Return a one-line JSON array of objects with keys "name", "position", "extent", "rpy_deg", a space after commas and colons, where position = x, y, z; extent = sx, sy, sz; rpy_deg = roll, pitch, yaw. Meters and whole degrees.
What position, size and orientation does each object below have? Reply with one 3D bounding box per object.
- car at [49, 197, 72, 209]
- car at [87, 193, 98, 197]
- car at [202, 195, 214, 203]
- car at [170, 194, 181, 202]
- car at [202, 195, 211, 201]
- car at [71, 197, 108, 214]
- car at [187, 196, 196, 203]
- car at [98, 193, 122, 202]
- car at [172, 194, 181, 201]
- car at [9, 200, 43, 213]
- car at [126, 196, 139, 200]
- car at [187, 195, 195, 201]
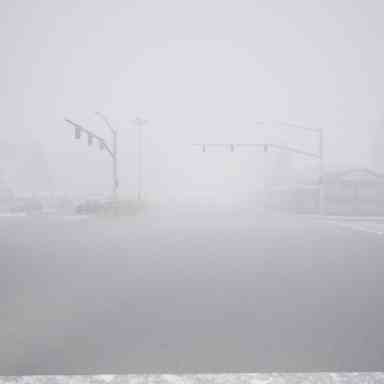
[{"name": "car", "position": [-17.711, 1.425, 45.081], "extent": [2.128, 1.511, 4.902], "rpy_deg": [0, 0, 0]}, {"name": "car", "position": [-17.707, 1.132, 60.571], "extent": [2.150, 2.045, 5.566], "rpy_deg": [0, 0, 0]}, {"name": "car", "position": [3.430, 1.440, 67.443], "extent": [2.033, 1.411, 5.357], "rpy_deg": [0, 0, 0]}, {"name": "car", "position": [-3.587, 1.490, 70.047], "extent": [1.895, 1.301, 4.718], "rpy_deg": [0, 0, 0]}, {"name": "car", "position": [3.303, 1.428, 77.776], "extent": [1.994, 1.385, 4.181], "rpy_deg": [0, 0, 0]}, {"name": "car", "position": [-10.690, 1.549, 35.103], "extent": [1.895, 1.301, 4.718], "rpy_deg": [0, 0, 0]}, {"name": "car", "position": [-0.072, 1.440, 67.454], "extent": [2.033, 1.411, 5.357], "rpy_deg": [0, 0, 0]}, {"name": "car", "position": [-10.712, 1.284, 44.839], "extent": [2.097, 1.767, 4.553], "rpy_deg": [0, 0, 0]}, {"name": "car", "position": [-3.702, 1.351, 80.315], "extent": [1.882, 1.535, 5.008], "rpy_deg": [0, 0, 0]}, {"name": "car", "position": [-17.689, 1.512, 35.670], "extent": [1.994, 1.385, 4.181], "rpy_deg": [0, 0, 0]}, {"name": "car", "position": [-10.725, 1.386, 59.340], "extent": [1.882, 1.535, 5.008], "rpy_deg": [0, 0, 0]}, {"name": "car", "position": [-0.197, 1.471, 77.924], "extent": [1.895, 1.301, 4.718], "rpy_deg": [0, 0, 0]}]
